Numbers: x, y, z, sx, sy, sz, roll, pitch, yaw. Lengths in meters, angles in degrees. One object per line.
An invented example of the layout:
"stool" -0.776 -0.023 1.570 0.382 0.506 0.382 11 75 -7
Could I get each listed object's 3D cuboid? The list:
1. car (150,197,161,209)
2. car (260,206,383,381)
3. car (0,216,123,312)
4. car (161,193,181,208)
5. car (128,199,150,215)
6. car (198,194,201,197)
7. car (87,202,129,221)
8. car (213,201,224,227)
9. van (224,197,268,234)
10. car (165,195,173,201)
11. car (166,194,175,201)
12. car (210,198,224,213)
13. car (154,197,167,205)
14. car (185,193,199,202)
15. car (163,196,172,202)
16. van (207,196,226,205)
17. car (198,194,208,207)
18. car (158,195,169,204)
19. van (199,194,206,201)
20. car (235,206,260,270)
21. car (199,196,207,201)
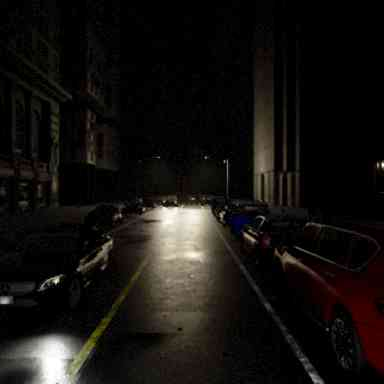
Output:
"car" -5.765 1.577 44.840 1.947 1.339 4.313 0 0 0
"car" 2.765 1.316 5.393 2.192 1.841 5.009 0 0 0
"car" -3.102 1.526 7.834 1.812 1.442 4.674 0 0 0
"car" -3.086 1.365 48.905 2.097 1.767 4.553 0 0 0
"car" -5.763 1.445 33.568 1.967 1.590 4.097 0 0 0
"car" 2.758 1.567 67.396 1.887 1.381 4.507 0 0 0
"car" -5.762 1.568 22.295 1.947 1.339 4.313 0 0 0
"car" 2.763 1.553 22.303 2.008 1.369 4.403 0 0 0
"van" 2.764 1.342 16.666 1.690 1.788 3.998 0 0 0
"car" -5.769 1.557 84.124 1.752 1.417 4.829 0 0 0
"car" -5.769 1.475 89.930 1.967 1.590 4.097 0 0 0
"car" 2.762 1.529 28.109 1.752 1.417 4.829 0 0 0
"car" -5.766 1.586 61.749 1.947 1.339 4.313 0 0 0
"car" -0.007 1.474 72.050 1.895 1.301 4.718 0 0 0
"car" -5.768 1.580 78.658 2.008 1.369 4.403 0 0 0
"van" 2.762 1.346 33.576 1.690 1.788 3.998 0 0 0
"car" 2.349 1.519 53.193 1.837 1.490 4.892 0 0 0
"car" -5.767 1.463 67.386 1.967 1.590 4.097 0 0 0
"van" 2.757 1.376 89.943 1.690 1.788 3.998 0 0 0
"car" 2.764 1.441 11.030 1.967 1.590 4.097 0 0 0
"car" 2.756 1.598 84.306 1.947 1.339 4.313 0 0 0
